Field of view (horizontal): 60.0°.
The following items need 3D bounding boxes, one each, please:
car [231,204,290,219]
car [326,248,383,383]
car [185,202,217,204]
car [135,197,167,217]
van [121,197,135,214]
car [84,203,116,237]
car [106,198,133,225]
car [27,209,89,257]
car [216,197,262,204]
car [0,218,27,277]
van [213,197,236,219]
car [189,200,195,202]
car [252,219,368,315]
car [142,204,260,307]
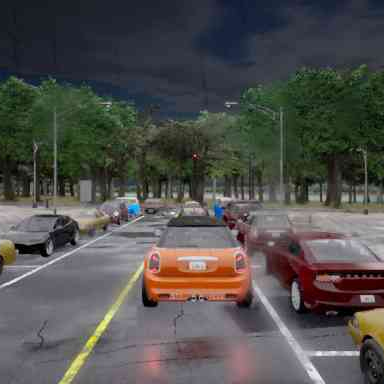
[{"bbox_3d":[2.769,1.441,12.902,1.967,1.590,4.097,0,0,0],"label":"car"},{"bbox_3d":[2.762,1.525,2.196,1.752,1.417,4.829,0,0,0],"label":"car"},{"bbox_3d":[0.109,1.493,17.350,2.128,1.511,4.902,0,0,0],"label":"car"},{"bbox_3d":[-2.983,1.096,26.602,1.882,1.535,5.008,0,0,0],"label":"car"},{"bbox_3d":[-5.746,1.345,29.220,1.690,1.788,3.998,0,0,0],"label":"van"},{"bbox_3d":[-5.753,1.527,18.175,1.752,1.417,4.829,0,0,0],"label":"car"},{"bbox_3d":[-5.749,1.443,23.783,1.967,1.590,4.097,0,0,0],"label":"car"},{"bbox_3d":[-5.756,1.567,12.907,1.947,1.339,4.313,0,0,0],"label":"car"},{"bbox_3d":[2.772,1.317,18.340,2.192,1.841,5.009,0,0,0],"label":"car"},{"bbox_3d":[-5.760,1.525,7.300,1.752,1.417,4.829,0,0,0],"label":"car"},{"bbox_3d":[2.780,1.345,29.215,1.690,1.788,3.998,0,0,0],"label":"van"},{"bbox_3d":[0.015,1.460,27.295,1.801,1.575,5.366,0,0,1],"label":"car"},{"bbox_3d":[2.765,1.545,7.464,1.887,1.381,4.507,0,0,0],"label":"car"},{"bbox_3d":[0.104,1.352,8.136,2.097,1.767,4.553,0,0,0],"label":"car"}]
